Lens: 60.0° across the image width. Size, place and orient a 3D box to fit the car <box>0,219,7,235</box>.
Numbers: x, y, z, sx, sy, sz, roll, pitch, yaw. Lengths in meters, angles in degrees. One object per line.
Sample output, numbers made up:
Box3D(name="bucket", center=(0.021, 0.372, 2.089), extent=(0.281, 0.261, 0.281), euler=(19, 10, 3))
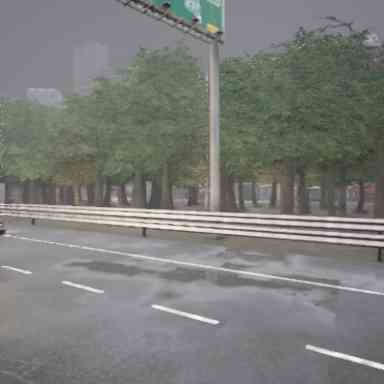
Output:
Box3D(name="car", center=(-11.023, 1.549, 16.028), extent=(5.357, 1.411, 2.033), euler=(0, 0, 35))
